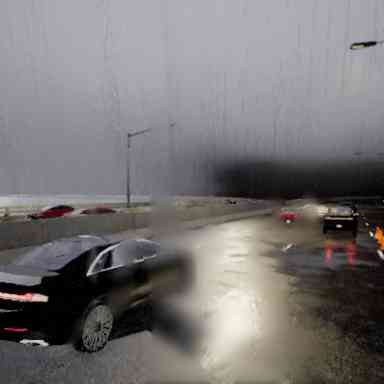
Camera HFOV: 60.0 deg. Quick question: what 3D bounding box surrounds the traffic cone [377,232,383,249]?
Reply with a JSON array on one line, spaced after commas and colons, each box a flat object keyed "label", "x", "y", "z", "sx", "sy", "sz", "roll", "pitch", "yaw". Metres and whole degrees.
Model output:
[{"label": "traffic cone", "x": 8.111, "y": 2.099, "z": 13.988, "sx": 0.340, "sy": 0.580, "sz": 0.340, "roll": 0, "pitch": -1, "yaw": 26}]

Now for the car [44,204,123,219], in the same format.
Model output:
[{"label": "car", "x": -6.403, "y": 1.648, "z": 20.965, "sx": 1.882, "sy": 1.535, "sz": 5.008, "roll": 0, "pitch": -1, "yaw": 26}]

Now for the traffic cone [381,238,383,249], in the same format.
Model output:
[{"label": "traffic cone", "x": 7.244, "y": 2.081, "z": 12.186, "sx": 0.340, "sy": 0.580, "sz": 0.340, "roll": 0, "pitch": -1, "yaw": 26}]

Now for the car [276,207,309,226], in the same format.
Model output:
[{"label": "car", "x": 7.944, "y": 1.849, "z": 26.035, "sx": 1.895, "sy": 1.301, "sz": 4.718, "roll": 0, "pitch": -1, "yaw": 26}]

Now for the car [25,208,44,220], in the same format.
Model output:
[{"label": "car", "x": -11.194, "y": 1.739, "z": 27.171, "sx": 1.812, "sy": 1.442, "sz": 4.674, "roll": 0, "pitch": -1, "yaw": 26}]

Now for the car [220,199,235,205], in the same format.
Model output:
[{"label": "car", "x": 6.932, "y": 2.066, "z": 63.750, "sx": 2.128, "sy": 1.511, "sz": 4.902, "roll": 0, "pitch": -1, "yaw": 27}]

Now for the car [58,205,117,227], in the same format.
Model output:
[{"label": "car", "x": -7.983, "y": 1.772, "z": 25.739, "sx": 1.994, "sy": 1.385, "sz": 4.181, "roll": 0, "pitch": -1, "yaw": 26}]

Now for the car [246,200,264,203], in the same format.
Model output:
[{"label": "car", "x": 11.328, "y": 2.123, "z": 56.982, "sx": 1.895, "sy": 1.301, "sz": 4.718, "roll": 0, "pitch": -1, "yaw": 27}]

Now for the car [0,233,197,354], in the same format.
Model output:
[{"label": "car", "x": -1.534, "y": 1.545, "z": 6.384, "sx": 2.128, "sy": 1.511, "sz": 4.902, "roll": 0, "pitch": -1, "yaw": 26}]

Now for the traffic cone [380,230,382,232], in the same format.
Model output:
[{"label": "traffic cone", "x": 8.977, "y": 2.117, "z": 15.791, "sx": 0.340, "sy": 0.580, "sz": 0.340, "roll": 0, "pitch": -1, "yaw": 26}]

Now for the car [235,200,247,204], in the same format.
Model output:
[{"label": "car", "x": 10.249, "y": 2.130, "z": 62.566, "sx": 1.994, "sy": 1.385, "sz": 4.181, "roll": 0, "pitch": -1, "yaw": 27}]

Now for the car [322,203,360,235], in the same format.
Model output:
[{"label": "car", "x": 9.172, "y": 1.696, "z": 20.554, "sx": 2.128, "sy": 1.511, "sz": 4.902, "roll": 0, "pitch": 0, "yaw": 26}]
